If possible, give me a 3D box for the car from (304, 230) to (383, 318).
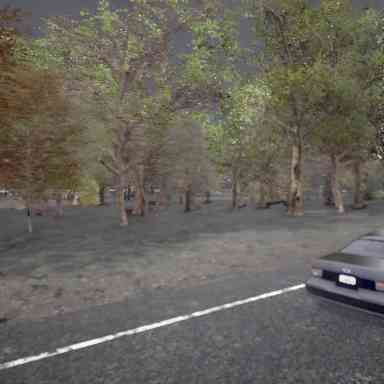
[{"bbox_3d":[4.670,1.520,7.084,5.357,1.411,2.033,0,0,-36],"label":"car"}]
